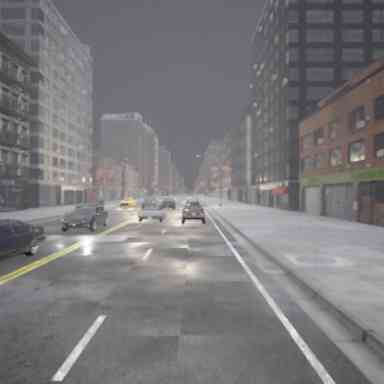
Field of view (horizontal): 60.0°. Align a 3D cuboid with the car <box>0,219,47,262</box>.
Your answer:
[{"bbox_3d":[-6.498,1.572,10.529,2.033,1.411,5.357,0,0,0],"label":"car"}]

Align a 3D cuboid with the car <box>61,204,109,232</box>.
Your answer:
[{"bbox_3d":[-6.497,1.552,20.703,1.837,1.490,4.892,0,0,0],"label":"car"}]

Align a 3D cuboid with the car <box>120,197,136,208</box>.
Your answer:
[{"bbox_3d":[-9.752,1.594,50.970,1.882,1.535,5.008,0,0,0],"label":"car"}]

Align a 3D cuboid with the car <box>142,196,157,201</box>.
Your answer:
[{"bbox_3d":[-6.497,1.466,51.405,2.097,1.767,4.553,0,0,0],"label":"car"}]

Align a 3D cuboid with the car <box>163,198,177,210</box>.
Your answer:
[{"bbox_3d":[-3.146,1.609,45.353,1.837,1.490,4.892,0,0,0],"label":"car"}]

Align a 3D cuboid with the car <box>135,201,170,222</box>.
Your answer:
[{"bbox_3d":[-3.147,1.662,27.111,1.895,1.301,4.718,0,0,0],"label":"car"}]

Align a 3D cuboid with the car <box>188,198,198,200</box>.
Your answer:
[{"bbox_3d":[0.101,1.582,46.065,1.882,1.535,5.008,0,0,0],"label":"car"}]

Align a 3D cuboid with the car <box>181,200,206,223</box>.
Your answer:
[{"bbox_3d":[0.105,1.606,25.757,2.033,1.411,5.357,0,0,0],"label":"car"}]
